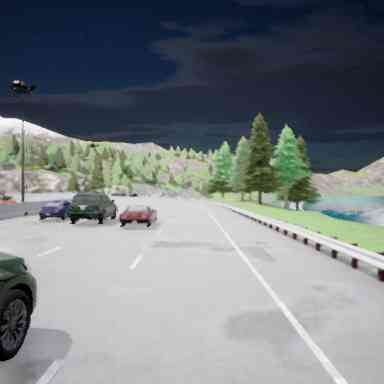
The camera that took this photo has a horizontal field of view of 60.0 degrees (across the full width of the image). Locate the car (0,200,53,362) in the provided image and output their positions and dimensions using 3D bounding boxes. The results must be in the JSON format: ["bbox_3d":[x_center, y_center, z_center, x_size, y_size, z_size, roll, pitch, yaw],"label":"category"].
[{"bbox_3d":[-3.443,1.211,2.713,2.150,2.045,5.566,0,0,1],"label":"car"}]

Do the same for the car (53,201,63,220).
[{"bbox_3d":[-10.410,1.412,26.341,1.812,1.442,4.674,0,0,0],"label":"car"}]

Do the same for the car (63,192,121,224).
[{"bbox_3d":[-6.910,1.121,23.724,2.150,2.045,5.566,0,0,0],"label":"car"}]

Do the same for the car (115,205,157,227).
[{"bbox_3d":[-3.419,1.506,21.998,1.895,1.301,4.718,0,0,0],"label":"car"}]

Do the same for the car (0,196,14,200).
[{"bbox_3d":[-21.288,1.194,36.587,2.097,1.767,4.553,0,0,-2],"label":"car"}]
